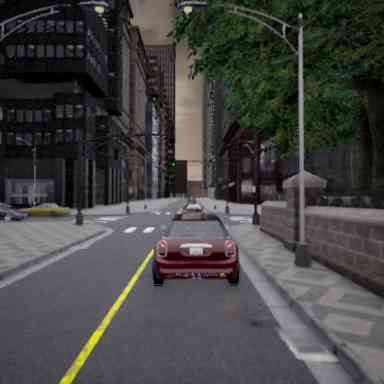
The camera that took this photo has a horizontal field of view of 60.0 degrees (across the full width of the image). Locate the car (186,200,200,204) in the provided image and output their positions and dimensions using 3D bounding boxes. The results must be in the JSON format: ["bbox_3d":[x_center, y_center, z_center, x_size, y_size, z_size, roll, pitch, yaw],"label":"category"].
[{"bbox_3d":[0.088,1.640,28.227,1.812,1.442,4.674,0,0,0],"label":"car"}]

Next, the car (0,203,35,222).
[{"bbox_3d":[-14.647,1.583,24.928,4.403,1.369,2.008,0,-1,0],"label":"car"}]

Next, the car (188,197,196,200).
[{"bbox_3d":[-0.028,1.929,76.146,1.812,1.442,4.674,0,0,0],"label":"car"}]

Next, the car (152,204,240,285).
[{"bbox_3d":[0.097,1.387,9.744,2.097,1.767,4.553,0,0,0],"label":"car"}]

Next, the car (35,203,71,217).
[{"bbox_3d":[-14.782,1.764,33.452,4.829,1.417,1.752,0,-1,0],"label":"car"}]

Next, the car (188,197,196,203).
[{"bbox_3d":[-0.033,2.036,86.244,1.994,1.385,4.181,0,0,0],"label":"car"}]

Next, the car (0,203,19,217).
[{"bbox_3d":[-20.125,1.797,33.479,4.403,1.369,2.008,0,-1,0],"label":"car"}]
